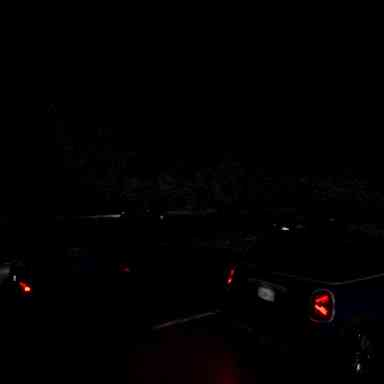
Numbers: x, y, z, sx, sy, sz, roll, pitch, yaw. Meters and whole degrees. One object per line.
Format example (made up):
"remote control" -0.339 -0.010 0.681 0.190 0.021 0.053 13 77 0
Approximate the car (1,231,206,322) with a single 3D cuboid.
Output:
"car" -1.053 1.582 7.286 5.357 1.411 2.033 1 0 -35

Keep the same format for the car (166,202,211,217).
"car" -0.353 1.766 33.825 4.181 1.385 1.994 1 0 -35

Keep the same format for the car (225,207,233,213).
"car" 1.357 1.746 30.746 5.357 1.411 2.033 1 0 -35

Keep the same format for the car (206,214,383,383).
"car" 2.722 1.409 5.687 4.553 1.767 2.097 1 0 -35

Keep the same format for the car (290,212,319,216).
"car" 5.934 1.715 16.573 4.181 1.385 1.994 1 0 -35

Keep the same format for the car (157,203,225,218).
"car" -0.030 1.680 25.460 4.674 1.442 1.812 1 0 -35

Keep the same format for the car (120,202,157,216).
"car" -4.754 1.720 34.986 5.357 1.411 2.033 1 0 -35
